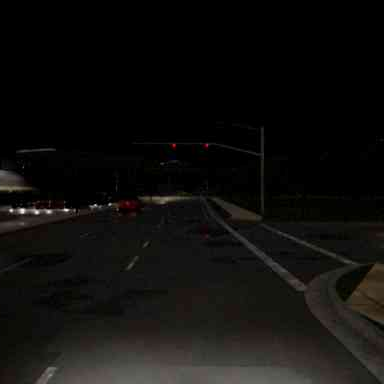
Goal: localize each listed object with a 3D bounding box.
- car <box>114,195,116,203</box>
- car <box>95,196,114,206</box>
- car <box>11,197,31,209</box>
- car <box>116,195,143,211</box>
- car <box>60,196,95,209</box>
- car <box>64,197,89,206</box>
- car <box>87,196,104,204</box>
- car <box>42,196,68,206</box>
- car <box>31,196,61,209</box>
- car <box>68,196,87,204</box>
[{"bbox_3d":[-14.827,1.426,65.092,1.837,1.490,4.892,0,0,1],"label":"car"},{"bbox_3d":[-15.036,1.481,54.916,2.033,1.411,5.357,0,0,1],"label":"car"},{"bbox_3d":[-22.282,1.450,44.774,1.837,1.490,4.892,0,0,2],"label":"car"},{"bbox_3d":[-7.228,1.304,39.733,2.097,1.767,4.553,0,0,1],"label":"car"},{"bbox_3d":[-15.287,1.493,44.858,2.033,1.411,5.357,0,0,2],"label":"car"},{"bbox_3d":[-18.564,1.482,53.570,2.033,1.411,5.357,0,0,1],"label":"car"},{"bbox_3d":[-18.360,1.524,63.525,1.895,1.301,4.718,0,0,1],"label":"car"},{"bbox_3d":[-22.058,1.426,53.898,2.128,1.511,4.902,0,0,1],"label":"car"},{"bbox_3d":[-18.806,1.298,44.161,2.097,1.767,4.553,0,0,2],"label":"car"},{"bbox_3d":[-21.858,1.487,63.655,1.994,1.385,4.181,0,0,1],"label":"car"}]
